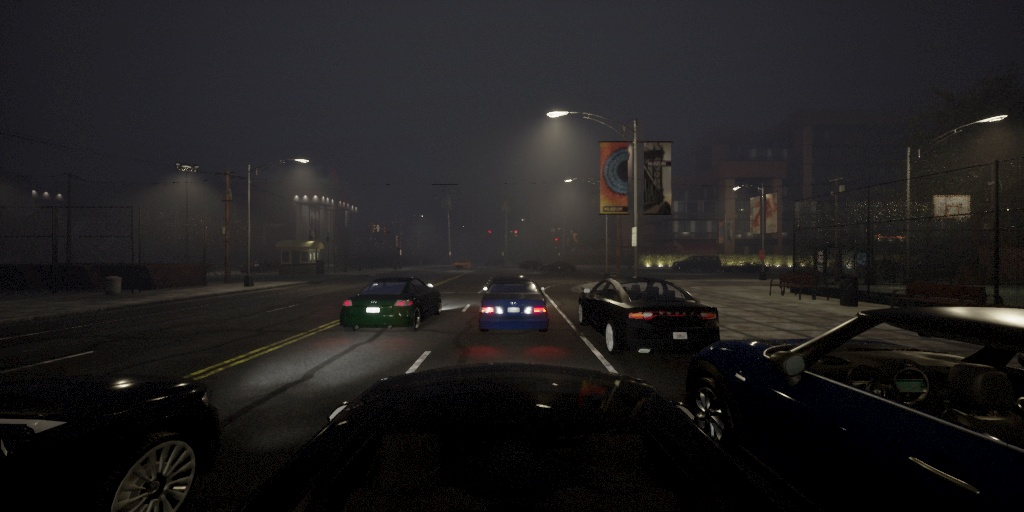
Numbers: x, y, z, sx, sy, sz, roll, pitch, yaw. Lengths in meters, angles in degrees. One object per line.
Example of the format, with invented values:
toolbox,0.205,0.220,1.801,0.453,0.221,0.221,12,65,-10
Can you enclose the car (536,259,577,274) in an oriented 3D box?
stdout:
car,5.404,1.314,41.418,4.181,1.385,1.994,0,0,26

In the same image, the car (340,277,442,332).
car,-3.444,1.314,10.930,1.994,1.385,4.181,0,0,0

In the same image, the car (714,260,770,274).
car,25.438,1.351,39.453,4.718,1.301,1.895,0,0,-1

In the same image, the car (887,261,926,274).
car,45.120,1.305,39.546,5.357,1.411,2.033,0,0,-1

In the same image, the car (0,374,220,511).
car,-3.400,1.242,1.057,2.128,1.511,4.902,0,0,0

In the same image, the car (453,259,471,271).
car,-6.992,1.228,50.436,1.882,1.535,5.008,0,0,2

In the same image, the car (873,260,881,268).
car,43.710,1.258,43.045,4.892,1.490,1.837,1,0,0

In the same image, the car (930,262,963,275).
car,45.154,1.314,36.046,4.181,1.385,1.994,0,0,-1

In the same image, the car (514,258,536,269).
car,2.634,1.255,49.316,1.837,1.490,4.892,-2,1,-32

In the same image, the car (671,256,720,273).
car,22.114,0.971,42.930,5.566,2.045,2.150,0,0,0

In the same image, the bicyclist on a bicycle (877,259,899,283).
bicyclist on a bicycle,26.060,1.051,24.979,0.582,1.620,1.656,0,0,-1

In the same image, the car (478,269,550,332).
car,0.055,1.297,10.827,2.033,1.411,5.357,0,0,0
